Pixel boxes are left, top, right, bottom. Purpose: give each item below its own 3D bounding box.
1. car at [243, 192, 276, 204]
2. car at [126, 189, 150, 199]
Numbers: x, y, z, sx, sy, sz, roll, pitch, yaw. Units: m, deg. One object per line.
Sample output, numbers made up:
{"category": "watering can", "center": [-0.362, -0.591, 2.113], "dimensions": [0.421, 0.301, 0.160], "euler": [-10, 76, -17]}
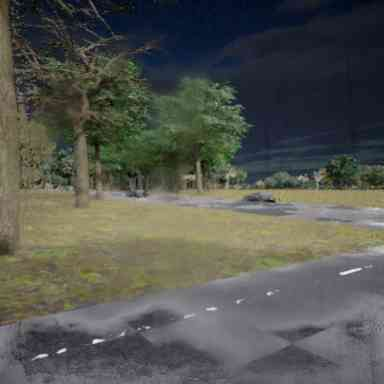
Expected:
{"category": "car", "center": [8.317, 0.660, 41.293], "dimensions": [1.994, 1.385, 4.181], "euler": [-2, 2, -35]}
{"category": "car", "center": [-8.723, 0.296, 53.171], "dimensions": [2.033, 1.411, 5.357], "euler": [-2, 2, -37]}
